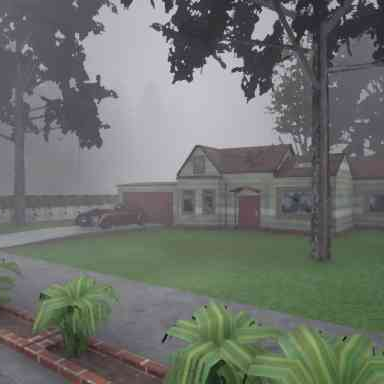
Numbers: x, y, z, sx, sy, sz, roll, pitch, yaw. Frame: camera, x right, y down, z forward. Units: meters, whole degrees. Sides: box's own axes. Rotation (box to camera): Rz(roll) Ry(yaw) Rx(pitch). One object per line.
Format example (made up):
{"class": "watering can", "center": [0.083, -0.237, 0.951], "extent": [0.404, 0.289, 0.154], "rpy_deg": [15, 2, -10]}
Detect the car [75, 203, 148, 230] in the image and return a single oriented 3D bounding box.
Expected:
{"class": "car", "center": [-4.437, 1.300, 18.827], "extent": [1.994, 1.381, 4.181], "rpy_deg": [0, 0, 36]}
